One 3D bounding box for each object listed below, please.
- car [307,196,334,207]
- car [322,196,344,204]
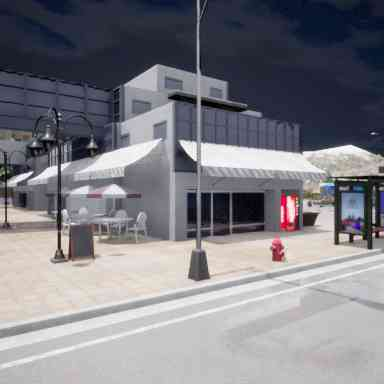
[{"bbox_3d":[19.184,1.345,48.811,5.027,1.636,2.152,0,0,-36],"label":"car"},{"bbox_3d":[28.470,1.490,66.923,4.514,1.523,2.007,0,0,-36],"label":"car"}]
